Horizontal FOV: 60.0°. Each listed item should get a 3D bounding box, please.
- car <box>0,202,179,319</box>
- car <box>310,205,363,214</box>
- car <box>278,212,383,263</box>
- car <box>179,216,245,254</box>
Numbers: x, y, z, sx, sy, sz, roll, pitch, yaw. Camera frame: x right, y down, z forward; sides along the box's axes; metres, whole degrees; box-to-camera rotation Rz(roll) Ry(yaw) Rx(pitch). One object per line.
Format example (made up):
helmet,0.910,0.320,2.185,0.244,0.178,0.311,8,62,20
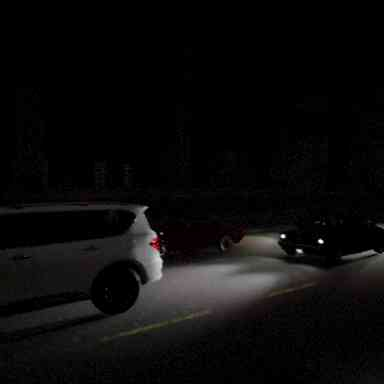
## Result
car,-3.188,1.222,6.009,5.566,2.045,2.150,0,0,-37
car,7.659,1.464,18.005,5.008,1.535,1.882,0,0,-35
car,5.279,1.592,12.029,4.718,1.301,1.895,0,0,-35
car,-0.344,1.595,12.332,4.718,1.301,1.895,0,0,-36
